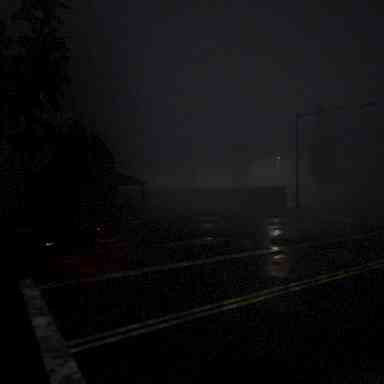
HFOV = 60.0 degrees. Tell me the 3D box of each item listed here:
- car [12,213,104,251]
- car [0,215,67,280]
[{"bbox_3d":[-6.141,1.525,12.504,5.357,1.411,2.033,0,0,-35],"label":"car"},{"bbox_3d":[-5.891,1.520,8.386,4.674,1.442,1.812,0,0,-35],"label":"car"}]
